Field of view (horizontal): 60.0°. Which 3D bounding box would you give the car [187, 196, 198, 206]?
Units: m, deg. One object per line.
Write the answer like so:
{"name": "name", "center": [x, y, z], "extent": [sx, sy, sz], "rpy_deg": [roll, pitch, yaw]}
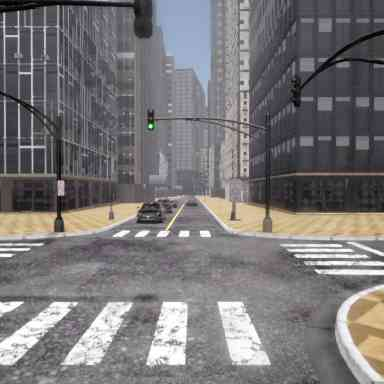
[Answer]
{"name": "car", "center": [0.002, 1.580, 55.439], "extent": [2.033, 1.411, 5.357], "rpy_deg": [0, 0, 0]}

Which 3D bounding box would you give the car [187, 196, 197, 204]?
{"name": "car", "center": [0.002, 1.573, 65.857], "extent": [1.812, 1.442, 4.674], "rpy_deg": [0, 0, 0]}

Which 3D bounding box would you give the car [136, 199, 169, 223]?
{"name": "car", "center": [-3.093, 1.510, 25.835], "extent": [1.837, 1.490, 4.892], "rpy_deg": [0, 0, 0]}

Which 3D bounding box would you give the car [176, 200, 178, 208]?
{"name": "car", "center": [-3.079, 1.517, 48.435], "extent": [2.128, 1.511, 4.902], "rpy_deg": [0, 0, 0]}

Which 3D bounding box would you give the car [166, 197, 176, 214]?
{"name": "car", "center": [-3.093, 1.518, 36.271], "extent": [1.837, 1.490, 4.892], "rpy_deg": [0, 0, 0]}
